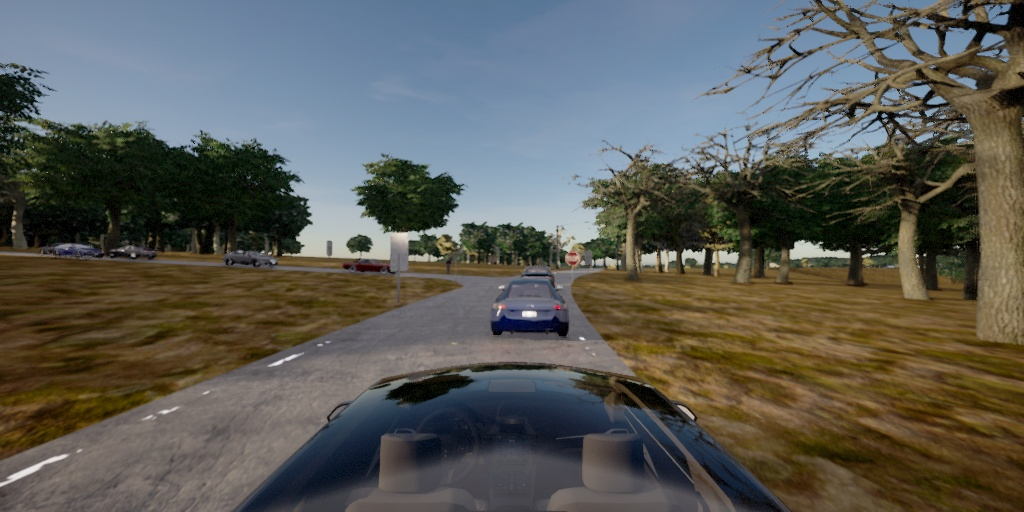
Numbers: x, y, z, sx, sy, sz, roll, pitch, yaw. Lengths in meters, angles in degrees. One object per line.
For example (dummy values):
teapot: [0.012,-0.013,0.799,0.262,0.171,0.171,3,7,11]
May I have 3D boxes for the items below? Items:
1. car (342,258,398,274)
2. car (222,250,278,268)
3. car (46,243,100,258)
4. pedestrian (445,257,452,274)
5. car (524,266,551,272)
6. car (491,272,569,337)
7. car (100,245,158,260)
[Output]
car: [-12.263,0.892,31.612,4.718,1.301,1.895,2,-1,9]
car: [-24.481,0.263,33.627,4.902,1.511,2.128,3,-1,9]
car: [-44.819,-0.558,37.081,4.674,1.442,1.812,2,-1,10]
pedestrian: [-6.605,0.941,37.109,0.375,1.860,0.375,0,-4,9]
car: [1.482,1.303,20.474,2.128,1.511,4.902,0,0,5]
car: [0.547,1.338,10.437,1.994,1.385,4.181,0,0,4]
car: [-41.988,-0.412,39.712,4.902,1.511,2.128,2,-1,9]
